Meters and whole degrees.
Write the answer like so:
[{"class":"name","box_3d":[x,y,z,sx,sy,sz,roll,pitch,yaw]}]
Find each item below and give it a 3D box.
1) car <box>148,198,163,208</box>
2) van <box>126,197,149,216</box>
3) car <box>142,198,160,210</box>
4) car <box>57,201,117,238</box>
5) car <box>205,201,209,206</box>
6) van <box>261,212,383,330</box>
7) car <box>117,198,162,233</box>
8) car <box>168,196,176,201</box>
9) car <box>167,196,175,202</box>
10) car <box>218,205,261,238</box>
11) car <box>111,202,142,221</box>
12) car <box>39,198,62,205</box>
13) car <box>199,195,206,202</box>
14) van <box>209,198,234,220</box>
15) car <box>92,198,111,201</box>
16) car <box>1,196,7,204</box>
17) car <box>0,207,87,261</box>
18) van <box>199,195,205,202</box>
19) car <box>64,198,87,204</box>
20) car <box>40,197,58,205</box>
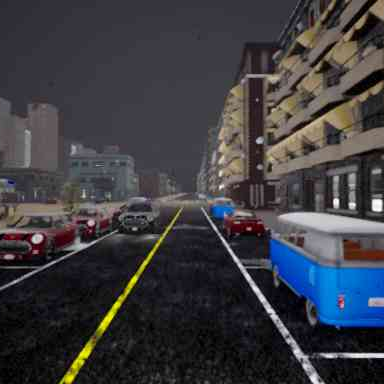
[{"class":"car","box_3d":[-5.648,1.736,51.817,1.887,1.381,4.507,1,0,0]},{"class":"van","box_3d":[-5.645,1.477,34.880,1.690,1.788,3.998,1,0,0]},{"class":"car","box_3d":[-5.647,1.613,46.171,1.967,1.590,4.097,1,0,0]},{"class":"car","box_3d":[-5.646,1.515,17.943,1.967,1.590,4.097,1,0,0]},{"class":"car","box_3d":[2.699,1.702,34.913,1.947,1.339,4.313,1,0,0]},{"class":"van","box_3d":[2.703,1.370,6.682,1.690,1.788,3.998,1,0,0]},{"class":"car","box_3d":[-3.100,1.436,20.290,2.097,1.767,4.553,0,0,0]},{"class":"car","box_3d":[-5.682,1.845,95.461,1.887,1.381,4.507,1,0,0]},{"class":"car","box_3d":[-5.683,1.870,89.881,1.802,1.307,4.206,1,0,0]},{"class":"car","box_3d":[2.700,1.620,17.975,1.887,1.381,4.507,1,0,0]},{"class":"car","box_3d":[-5.647,1.661,29.233,1.887,1.381,4.507,1,0,0]},{"class":"car","box_3d":[-30.681,2.032,72.279,4.206,1.307,1.802,0,-1,1]},{"class":"car","box_3d":[2.699,1.827,84.337,2.008,1.369,4.403,1,0,0]},{"class":"van","box_3d":[2.703,1.458,29.267,1.690,1.788,3.998,1,0,0]},{"class":"car","box_3d":[-19.720,1.949,72.129,4.403,1.369,2.008,0,-1,1]},{"class":"car","box_3d":[-42.916,1.823,72.404,5.009,1.841,2.192,0,-1,1]},{"class":"car","box_3d":[-5.652,1.493,12.297,1.967,1.590,4.097,1,0,0]},{"class":"van","box_3d":[2.701,1.629,89.917,1.690,1.788,3.998,1,0,0]},{"class":"car","box_3d":[-25.202,1.990,72.204,4.313,1.339,1.947,0,-1,1]},{"class":"car","box_3d":[-26.379,1.718,63.584,4.097,1.590,1.967,0,-1,1]}]
